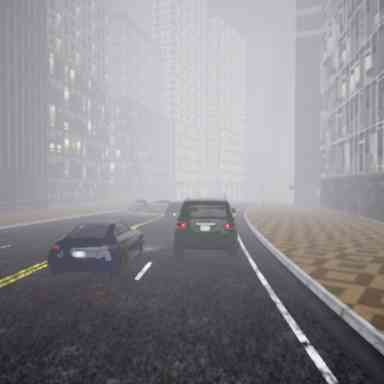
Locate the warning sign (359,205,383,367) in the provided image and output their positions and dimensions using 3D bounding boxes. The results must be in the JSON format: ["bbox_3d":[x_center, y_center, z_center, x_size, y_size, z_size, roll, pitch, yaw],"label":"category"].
[{"bbox_3d":[2.914,1.126,3.944,1.300,1.860,1.060,1,1,1],"label":"warning sign"}]

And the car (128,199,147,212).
[{"bbox_3d":[-6.200,1.568,40.122,1.812,1.442,4.674,0,0,10],"label":"car"}]

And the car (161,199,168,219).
[{"bbox_3d":[-1.105,1.549,29.258,1.837,1.490,4.892,0,0,7],"label":"car"}]

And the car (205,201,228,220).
[{"bbox_3d":[2.266,1.584,29.946,1.812,1.442,4.674,0,0,8],"label":"car"}]

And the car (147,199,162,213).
[{"bbox_3d":[-3.277,1.578,37.972,1.812,1.442,4.674,0,0,10],"label":"car"}]

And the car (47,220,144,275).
[{"bbox_3d":[-2.804,1.572,10.572,1.994,1.385,4.181,0,0,3],"label":"car"}]

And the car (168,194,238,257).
[{"bbox_3d":[0.587,1.241,13.158,2.150,2.045,5.566,0,0,4],"label":"car"}]
